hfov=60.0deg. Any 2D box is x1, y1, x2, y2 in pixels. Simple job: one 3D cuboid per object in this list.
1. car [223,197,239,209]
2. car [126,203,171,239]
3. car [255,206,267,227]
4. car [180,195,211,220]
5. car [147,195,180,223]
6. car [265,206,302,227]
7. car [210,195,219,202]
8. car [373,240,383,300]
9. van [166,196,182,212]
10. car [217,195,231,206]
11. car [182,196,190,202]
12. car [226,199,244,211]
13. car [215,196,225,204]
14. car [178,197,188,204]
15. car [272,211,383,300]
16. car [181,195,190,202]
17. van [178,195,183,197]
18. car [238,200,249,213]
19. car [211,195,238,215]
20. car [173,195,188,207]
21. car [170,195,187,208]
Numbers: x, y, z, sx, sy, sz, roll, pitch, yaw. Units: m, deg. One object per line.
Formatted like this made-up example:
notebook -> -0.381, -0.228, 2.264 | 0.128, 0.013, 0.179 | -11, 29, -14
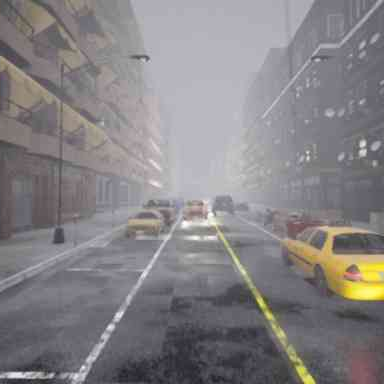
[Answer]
car -> 5.881, 1.622, 50.943 | 1.967, 1.590, 4.097 | 2, 0, 1
car -> -2.370, 1.545, 17.738 | 1.752, 1.417, 4.829 | 2, 0, 1
car -> 5.569, 1.638, 23.291 | 2.008, 1.369, 4.403 | 2, 0, 1
car -> 0.293, 1.416, 28.501 | 2.097, 1.767, 4.553 | 0, 0, 1
car -> -2.301, 1.348, 23.440 | 2.192, 1.841, 5.009 | 2, 0, 1
car -> 5.509, 1.619, 17.759 | 1.887, 1.381, 4.507 | 2, 0, 1
car -> 6.321, 1.732, 95.191 | 2.192, 1.841, 5.009 | 2, 0, 1
car -> 3.583, 1.507, 2.325 | 1.882, 1.535, 5.008 | 0, 0, 1
van -> -2.123, 1.425, 40.029 | 1.690, 1.788, 3.998 | 2, 0, 1
car -> 5.963, 1.544, 62.005 | 2.192, 1.841, 5.009 | 2, 0, 1
car -> -1.590, 1.872, 89.799 | 1.887, 1.381, 4.507 | 2, 0, 1
car -> 5.810, 1.704, 45.411 | 1.887, 1.381, 4.507 | 2, 0, 1
car -> 6.078, 1.724, 73.067 | 1.967, 1.590, 4.097 | 2, 0, 1
car -> -1.830, 1.767, 67.680 | 1.947, 1.339, 4.313 | 2, 0, 1
car -> 3.650, 1.496, 8.519 | 1.801, 1.575, 5.366 | 0, 0, 1
car -> -1.643, 1.608, 84.270 | 2.192, 1.841, 5.009 | 2, 0, 1
van -> -2.182, 1.406, 34.498 | 1.690, 1.788, 3.998 | 2, 0, 1
car -> 5.750, 1.683, 39.881 | 1.887, 1.381, 4.507 | 2, 0, 1
car -> 3.182, 1.328, 35.226 | 2.150, 2.045, 5.566 | 0, 0, 1
car -> -1.942, 1.466, 56.619 | 2.192, 1.841, 5.009 | 2, 0, 1
car -> -2.002, 1.442, 51.089 | 2.192, 1.841, 5.009 | 2, 0, 1
